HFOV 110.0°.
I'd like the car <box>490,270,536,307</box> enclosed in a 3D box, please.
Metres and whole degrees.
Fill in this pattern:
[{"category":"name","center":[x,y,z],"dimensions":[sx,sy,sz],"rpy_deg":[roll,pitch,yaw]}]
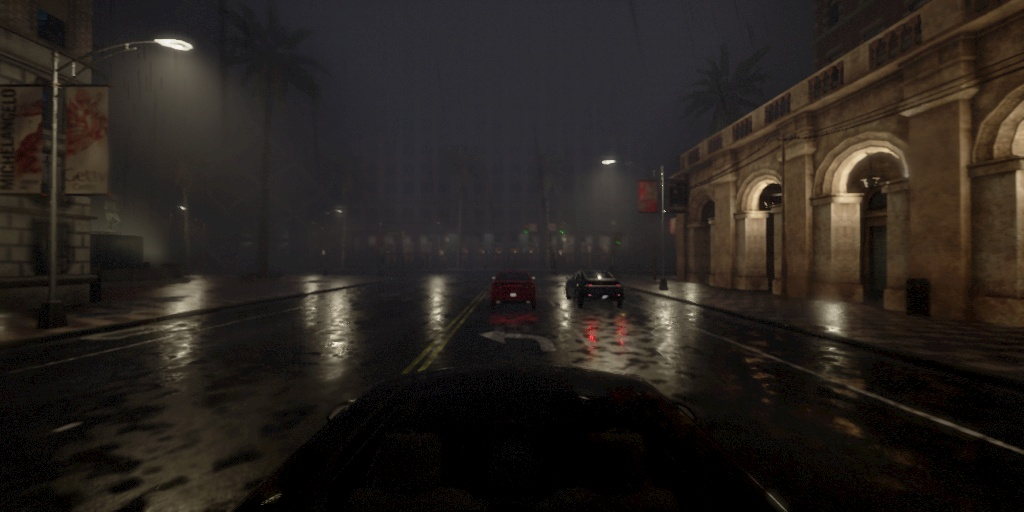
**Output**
[{"category":"car","center":[0.063,1.364,16.313],"dimensions":[1.882,1.535,5.008],"rpy_deg":[0,0,0]}]

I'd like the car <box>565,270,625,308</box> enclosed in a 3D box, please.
[{"category":"car","center":[3.561,1.377,16.115],"dimensions":[2.128,1.511,4.902],"rpy_deg":[0,0,0]}]
